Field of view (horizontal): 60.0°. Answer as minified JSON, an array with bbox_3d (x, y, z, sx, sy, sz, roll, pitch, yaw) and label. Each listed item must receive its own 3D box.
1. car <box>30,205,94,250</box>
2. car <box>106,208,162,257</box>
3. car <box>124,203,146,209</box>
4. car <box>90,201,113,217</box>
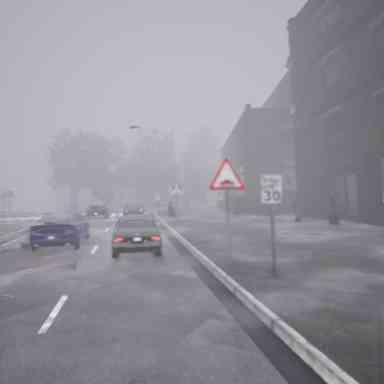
[{"bbox_3d":[-5.886,1.608,15.300,1.882,1.535,5.008,-1,0,-10],"label":"car"},{"bbox_3d":[-2.256,1.628,13.496,2.033,1.411,5.357,-1,0,-10],"label":"car"},{"bbox_3d":[-5.315,1.659,30.837,1.895,1.301,4.718,-1,0,-8],"label":"car"},{"bbox_3d":[-8.611,1.614,31.137,1.837,1.490,4.892,-1,0,-7],"label":"car"}]
